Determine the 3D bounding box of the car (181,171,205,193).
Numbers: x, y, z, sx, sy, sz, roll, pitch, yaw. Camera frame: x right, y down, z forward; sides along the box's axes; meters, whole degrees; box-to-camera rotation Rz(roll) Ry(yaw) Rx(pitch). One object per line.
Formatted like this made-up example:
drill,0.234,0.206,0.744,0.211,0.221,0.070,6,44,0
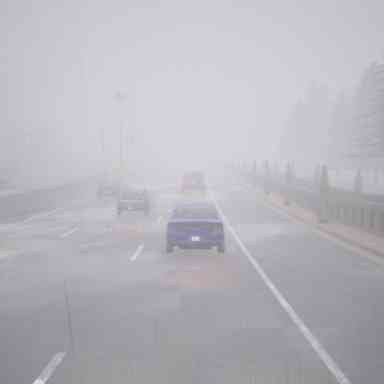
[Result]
car,0.122,-1.107,32.623,2.150,2.045,5.566,0,7,0

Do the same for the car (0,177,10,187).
car,-21.060,-0.963,34.515,1.895,1.301,4.718,0,7,0

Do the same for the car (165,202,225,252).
car,0.105,1.084,12.204,1.882,1.535,5.008,0,3,0

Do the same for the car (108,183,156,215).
car,-3.390,0.487,20.701,2.128,1.511,4.902,0,5,0

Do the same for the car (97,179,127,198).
car,-6.884,-0.420,29.198,1.882,1.535,5.008,0,7,0
